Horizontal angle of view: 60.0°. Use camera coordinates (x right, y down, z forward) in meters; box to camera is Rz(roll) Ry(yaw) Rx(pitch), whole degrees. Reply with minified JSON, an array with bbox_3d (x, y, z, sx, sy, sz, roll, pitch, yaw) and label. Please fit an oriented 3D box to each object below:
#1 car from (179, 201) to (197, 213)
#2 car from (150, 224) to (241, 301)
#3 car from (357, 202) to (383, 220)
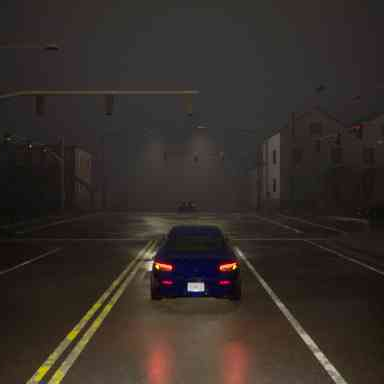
[{"bbox_3d":[-0.434,1.711,37.187,2.033,1.411,5.357,0,-7,2],"label":"car"},{"bbox_3d":[0.087,1.526,8.219,1.812,1.442,4.674,0,0,0],"label":"car"},{"bbox_3d":[16.368,1.526,27.970,4.674,1.442,1.812,0,0,-1],"label":"car"}]
